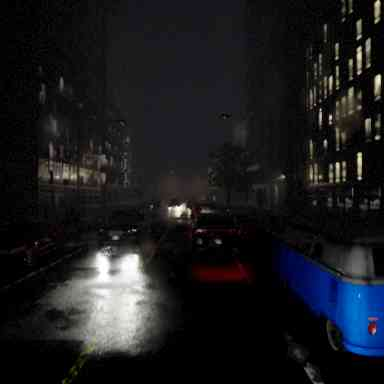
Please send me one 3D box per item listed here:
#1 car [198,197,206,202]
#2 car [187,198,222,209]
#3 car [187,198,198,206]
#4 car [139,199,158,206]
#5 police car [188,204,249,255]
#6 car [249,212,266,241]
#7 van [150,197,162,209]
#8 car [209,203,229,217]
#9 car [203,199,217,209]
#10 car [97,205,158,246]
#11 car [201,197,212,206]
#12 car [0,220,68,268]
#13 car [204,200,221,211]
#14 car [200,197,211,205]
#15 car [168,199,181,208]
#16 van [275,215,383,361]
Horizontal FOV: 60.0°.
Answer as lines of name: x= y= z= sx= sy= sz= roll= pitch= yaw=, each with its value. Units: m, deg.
car: x=2.761 y=2.068 z=91.212 sx=1.887 sy=1.381 sz=4.507 roll=0 pitch=0 yaw=0
car: x=0.917 y=1.509 z=23.818 sx=2.097 sy=1.767 sz=4.553 roll=0 pitch=0 yaw=0
car: x=0.049 y=1.960 z=64.608 sx=1.994 sy=1.385 sz=4.181 roll=0 pitch=0 yaw=0
car: x=-5.660 y=1.814 z=39.990 sx=2.008 sy=1.369 sz=4.403 roll=0 pitch=0 yaw=0
police car: x=0.910 y=1.519 z=13.957 sx=1.930 sy=1.638 sz=5.238 roll=0 pitch=0 yaw=0
car: x=2.703 y=1.697 z=17.210 sx=1.802 sy=1.307 sz=4.206 roll=0 pitch=0 yaw=0
van: x=-5.651 y=1.670 z=51.376 sx=1.690 sy=1.788 sz=3.998 roll=0 pitch=0 yaw=0
car: x=2.716 y=1.809 z=34.287 sx=1.802 sy=1.307 sz=4.206 roll=0 pitch=0 yaw=0
car: x=2.730 y=1.880 z=51.364 sx=2.008 sy=1.369 sz=4.403 roll=0 pitch=0 yaw=0
car: x=-3.088 y=1.597 z=15.876 sx=2.128 sy=1.511 sz=4.902 roll=0 pitch=0 yaw=0
car: x=2.739 y=1.827 z=62.750 sx=1.967 sy=1.590 sz=4.097 roll=0 pitch=0 yaw=0
car: x=-5.682 y=1.659 z=11.527 sx=1.802 sy=1.307 sz=4.206 roll=0 pitch=0 yaw=0
car: x=2.725 y=1.848 z=45.672 sx=2.008 sy=1.369 sz=4.403 roll=0 pitch=0 yaw=0
car: x=2.743 y=1.856 z=68.442 sx=1.967 sy=1.590 sz=4.097 roll=0 pitch=0 yaw=0
car: x=-3.016 y=1.884 z=57.042 sx=1.812 sy=1.442 sz=4.674 roll=0 pitch=0 yaw=1
van: x=2.694 y=1.381 z=5.828 sx=1.690 sy=1.788 sz=3.998 roll=0 pitch=0 yaw=0
